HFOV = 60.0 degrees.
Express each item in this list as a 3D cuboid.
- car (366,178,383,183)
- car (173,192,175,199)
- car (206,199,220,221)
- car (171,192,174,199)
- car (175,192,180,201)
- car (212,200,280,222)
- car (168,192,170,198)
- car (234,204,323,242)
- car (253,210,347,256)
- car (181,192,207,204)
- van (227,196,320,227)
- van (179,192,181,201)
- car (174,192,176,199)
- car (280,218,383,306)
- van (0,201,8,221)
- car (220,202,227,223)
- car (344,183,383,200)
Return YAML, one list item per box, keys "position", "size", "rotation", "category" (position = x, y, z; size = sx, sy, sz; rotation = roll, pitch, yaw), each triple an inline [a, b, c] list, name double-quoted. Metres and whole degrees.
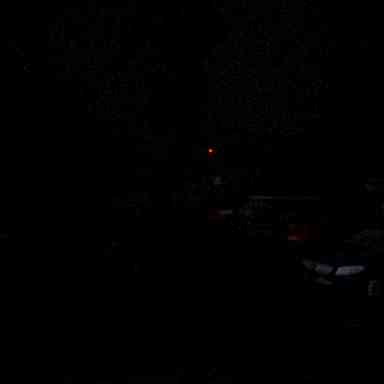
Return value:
- position: [22.388, -0.492, 37.718]
  size: [2.435, 2.045, 5.566]
  rotation: [-7, 4, -28]
  category: "car"
- position: [-1.024, 1.387, 78.591]
  size: [5.366, 1.575, 1.946]
  rotation: [0, 0, -28]
  category: "car"
- position: [4.017, 1.393, 22.816]
  size: [5.366, 1.575, 1.946]
  rotation: [1, 0, -23]
  category: "car"
- position: [-1.594, 1.123, 81.488]
  size: [5.566, 2.045, 2.435]
  rotation: [0, 0, -28]
  category: "car"
- position: [0.065, 1.181, 69.552]
  size: [5.566, 2.045, 2.435]
  rotation: [1, 1, -28]
  category: "car"
- position: [4.218, 1.423, 25.870]
  size: [4.792, 1.488, 2.163]
  rotation: [1, 0, -23]
  category: "car"
- position: [-3.390, 1.202, 93.337]
  size: [4.553, 1.767, 2.185]
  rotation: [0, 0, -28]
  category: "car"
- position: [4.548, 1.432, 13.834]
  size: [4.892, 1.521, 2.231]
  rotation: [1, 0, -22]
  category: "car"
- position: [4.617, 1.482, 10.817]
  size: [4.674, 1.452, 2.002]
  rotation: [1, 0, -22]
  category: "car"
- position: [0.854, 1.337, 63.590]
  size: [4.553, 1.767, 2.185]
  rotation: [0, 0, -28]
  category: "car"
- position: [4.339, 1.193, 16.806]
  size: [4.442, 1.987, 1.878]
  rotation: [1, 0, -22]
  category: "van"
- position: [0.394, 1.221, 66.532]
  size: [4.442, 1.987, 1.878]
  rotation: [0, 1, -28]
  category: "van"
- position: [-0.307, 1.167, 72.566]
  size: [5.566, 2.045, 2.435]
  rotation: [0, 0, -28]
  category: "car"
- position: [4.688, 1.493, 7.793]
  size: [4.674, 1.452, 2.002]
  rotation: [1, 1, -21]
  category: "car"
- position: [-13.931, 1.214, 20.567]
  size: [4.442, 1.987, 1.878]
  rotation: [-1, 0, -22]
  category: "van"
- position: [4.356, 1.284, 19.882]
  size: [4.553, 1.767, 2.185]
  rotation: [1, 0, -23]
  category: "car"
- position: [19.419, 0.086, 37.342]
  size: [2.002, 1.452, 4.674]
  rotation: [-7, 4, -28]
  category: "car"
